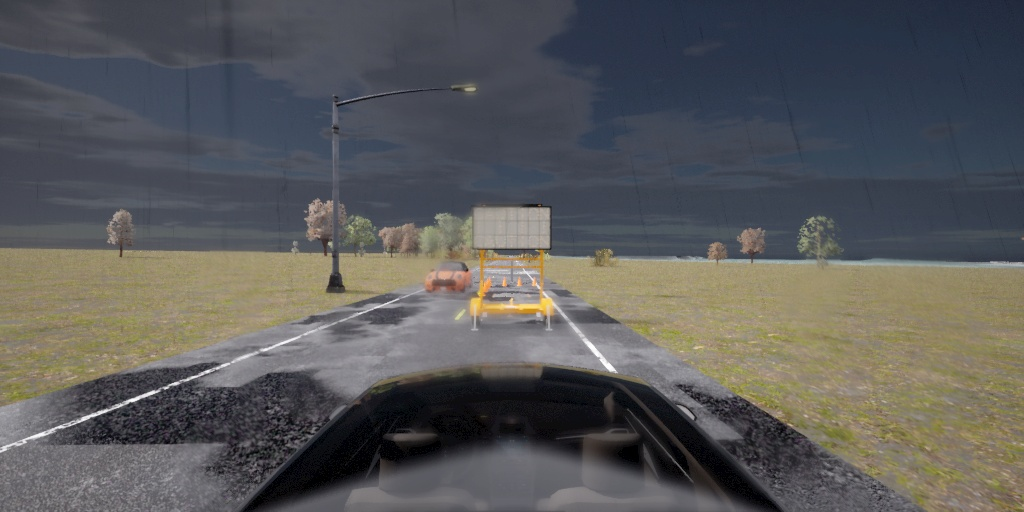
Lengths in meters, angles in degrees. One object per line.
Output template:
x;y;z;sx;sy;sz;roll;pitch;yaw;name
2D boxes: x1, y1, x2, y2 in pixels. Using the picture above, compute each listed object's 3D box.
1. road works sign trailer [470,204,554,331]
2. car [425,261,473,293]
-0.003;0.215;11.018;2.380;3.560;2.880;0;0;0;road works sign trailer
-3.505;1.103;20.615;2.097;1.767;4.553;0;0;0;car
